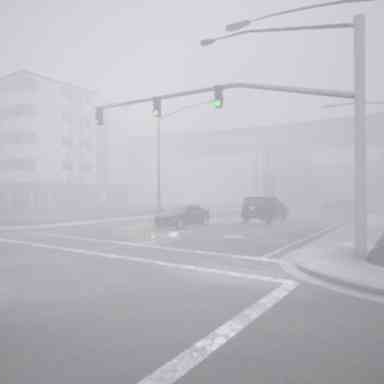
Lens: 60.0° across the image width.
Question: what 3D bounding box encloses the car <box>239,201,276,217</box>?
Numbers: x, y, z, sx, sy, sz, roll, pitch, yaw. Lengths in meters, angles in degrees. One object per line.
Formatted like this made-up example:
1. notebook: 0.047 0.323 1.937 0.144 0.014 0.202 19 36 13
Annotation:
1. car: 6.966 1.689 34.714 2.033 1.411 5.357 0 0 32

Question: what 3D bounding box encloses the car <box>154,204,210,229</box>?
1. car: -0.612 1.621 23.130 1.882 1.535 5.008 0 0 33

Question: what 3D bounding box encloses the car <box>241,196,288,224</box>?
1. car: 5.816 1.349 26.319 2.150 2.045 5.566 0 0 34

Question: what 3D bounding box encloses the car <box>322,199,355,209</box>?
1. car: 20.979 1.707 47.688 4.718 1.301 1.895 0 0 -21
